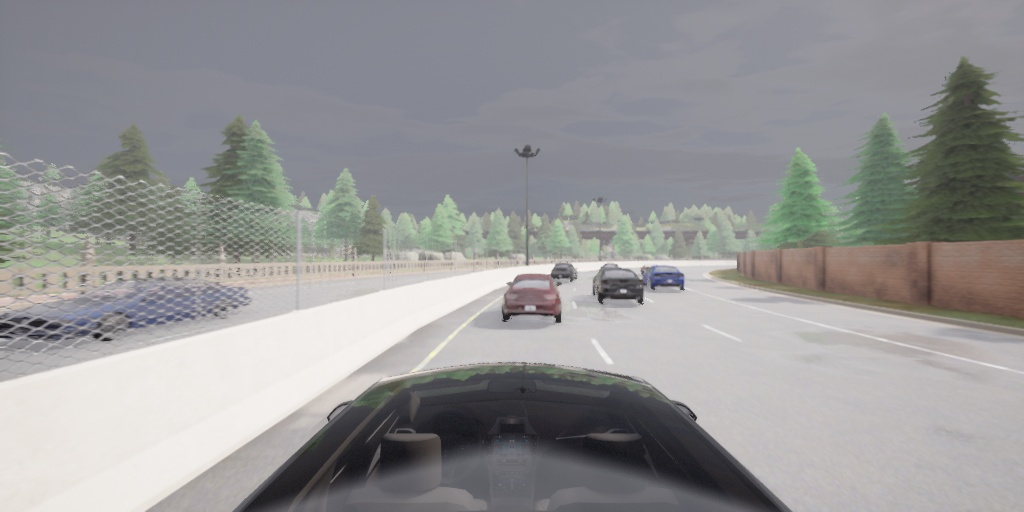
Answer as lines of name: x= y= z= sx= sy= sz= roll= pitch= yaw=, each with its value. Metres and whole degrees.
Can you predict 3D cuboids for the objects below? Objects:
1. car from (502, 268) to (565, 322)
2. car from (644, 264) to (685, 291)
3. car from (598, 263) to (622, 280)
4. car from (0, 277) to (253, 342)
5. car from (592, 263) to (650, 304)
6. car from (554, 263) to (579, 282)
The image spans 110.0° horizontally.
car: x=0.751 y=1.317 z=12.395 sx=1.812 sy=1.442 sz=4.674 roll=0 pitch=0 yaw=6
car: x=9.708 y=1.318 z=23.204 sx=1.882 sy=1.535 sz=5.008 roll=0 pitch=0 yaw=13
car: x=9.547 y=1.410 z=34.597 sx=1.812 sy=1.442 sz=4.674 roll=0 pitch=0 yaw=20
car: x=-10.185 y=1.323 z=10.220 sx=2.033 sy=1.411 sz=5.357 roll=0 pitch=0 yaw=4
car: x=4.896 y=1.290 z=16.990 sx=1.882 sy=1.535 sz=5.008 roll=0 pitch=0 yaw=9
car: x=4.544 y=1.370 z=30.727 sx=1.837 sy=1.490 sz=4.892 roll=0 pitch=0 yaw=17
